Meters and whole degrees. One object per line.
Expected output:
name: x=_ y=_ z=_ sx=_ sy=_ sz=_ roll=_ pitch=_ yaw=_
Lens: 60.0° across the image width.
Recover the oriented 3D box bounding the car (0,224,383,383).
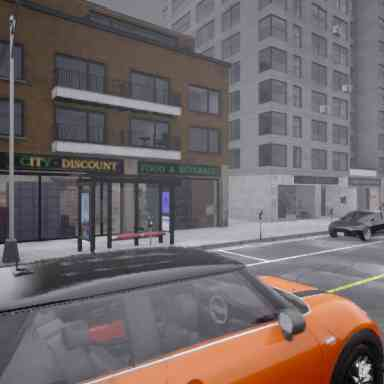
car: x=-0.112 y=1.353 z=3.240 sx=4.553 sy=1.767 sz=2.097 roll=0 pitch=0 yaw=-35

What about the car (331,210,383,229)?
car: x=8.602 y=1.566 z=16.530 sx=4.313 sy=1.339 sz=1.947 roll=0 pitch=0 yaw=-36
